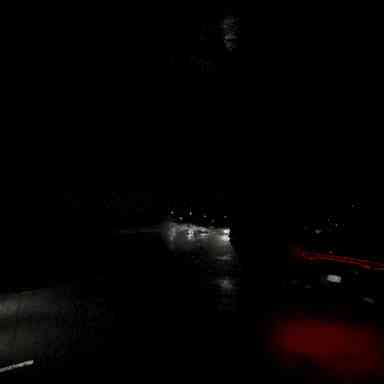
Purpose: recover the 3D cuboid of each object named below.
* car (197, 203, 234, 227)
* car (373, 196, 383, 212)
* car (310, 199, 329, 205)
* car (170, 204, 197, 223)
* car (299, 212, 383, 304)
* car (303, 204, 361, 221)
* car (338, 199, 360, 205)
[{"bbox_3d":[2.360,1.516,22.768,1.812,1.442,4.674,0,0,27],"label":"car"},{"bbox_3d":[13.859,1.215,22.624,2.150,2.045,5.566,0,0,22],"label":"car"},{"bbox_3d":[14.587,1.510,37.861,1.812,1.442,4.674,0,0,13],"label":"car"},{"bbox_3d":[0.099,1.589,25.888,1.895,1.301,4.718,0,0,24],"label":"car"},{"bbox_3d":[4.428,1.474,7.958,5.008,1.535,1.882,0,0,-44],"label":"car"},{"bbox_3d":[6.778,1.519,16.332,1.812,1.442,4.674,0,0,35],"label":"car"},{"bbox_3d":[18.543,1.548,39.443,1.994,1.385,4.181,0,0,13],"label":"car"}]
